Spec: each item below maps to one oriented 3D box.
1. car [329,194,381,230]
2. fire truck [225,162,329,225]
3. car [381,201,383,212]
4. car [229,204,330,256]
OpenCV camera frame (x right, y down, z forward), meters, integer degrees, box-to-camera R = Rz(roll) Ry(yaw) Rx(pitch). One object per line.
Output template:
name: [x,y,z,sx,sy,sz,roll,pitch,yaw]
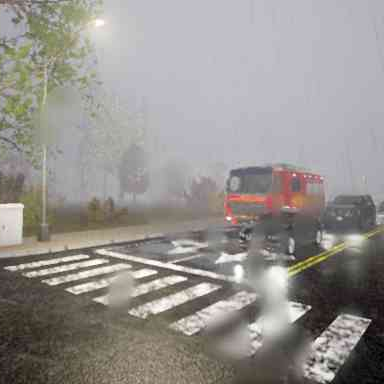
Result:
car: [10.332,1.192,21.549,2.150,2.045,5.566,1,1,39]
fire truck: [5.432,0.267,20.453,2.891,3.827,8.468,1,1,39]
car: [20.665,1.479,34.455,1.882,1.535,5.008,1,0,39]
car: [3.655,1.456,13.185,1.837,1.490,4.892,1,1,39]
